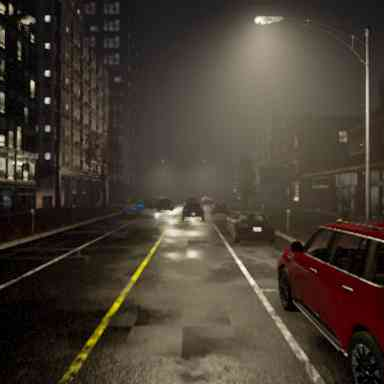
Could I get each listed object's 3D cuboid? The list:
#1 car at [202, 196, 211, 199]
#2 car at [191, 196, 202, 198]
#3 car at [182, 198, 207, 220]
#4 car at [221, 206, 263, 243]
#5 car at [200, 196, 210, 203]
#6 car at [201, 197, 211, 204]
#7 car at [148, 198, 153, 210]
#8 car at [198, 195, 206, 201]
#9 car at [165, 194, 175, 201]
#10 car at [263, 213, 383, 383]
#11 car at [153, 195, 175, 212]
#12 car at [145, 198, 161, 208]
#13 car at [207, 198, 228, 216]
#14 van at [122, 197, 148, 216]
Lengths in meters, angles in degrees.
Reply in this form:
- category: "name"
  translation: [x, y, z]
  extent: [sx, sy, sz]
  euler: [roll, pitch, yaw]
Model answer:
- category: "car"
  translation: [2.685, 1.458, 60.067]
  extent: [1.967, 1.590, 4.097]
  euler: [0, 0, 0]
- category: "car"
  translation: [0.093, 1.486, 45.908]
  extent: [1.882, 1.535, 5.008]
  euler: [0, 0, 0]
- category: "car"
  translation: [0.096, 1.526, 28.160]
  extent: [1.812, 1.442, 4.674]
  euler: [0, 0, 0]
- category: "car"
  translation: [2.690, 1.565, 15.771]
  extent: [1.947, 1.339, 4.313]
  euler: [0, 0, 0]
- category: "car"
  translation: [2.683, 1.571, 71.142]
  extent: [1.887, 1.381, 4.507]
  euler: [0, 0, 0]
- category: "car"
  translation: [2.684, 1.604, 65.604]
  extent: [1.802, 1.307, 4.206]
  euler: [0, 0, 0]
- category: "car"
  translation: [-5.694, 1.533, 43.287]
  extent: [1.752, 1.417, 4.829]
  euler: [0, 0, 0]
- category: "car"
  translation: [2.680, 1.610, 87.753]
  extent: [1.947, 1.339, 4.313]
  euler: [0, 0, 0]
- category: "car"
  translation: [-5.700, 1.359, 87.753]
  extent: [2.192, 1.841, 5.009]
  euler: [0, 0, 0]
- category: "car"
  translation: [2.693, 1.315, 4.697]
  extent: [2.192, 1.841, 5.009]
  euler: [0, 0, 0]
- category: "car"
  translation: [-3.077, 1.482, 38.827]
  extent: [1.882, 1.535, 5.008]
  euler: [0, 0, 0]
- category: "car"
  translation: [-5.695, 1.593, 48.994]
  extent: [1.802, 1.307, 4.206]
  euler: [0, 0, 0]
- category: "car"
  translation: [2.688, 1.584, 32.382]
  extent: [1.802, 1.307, 4.206]
  euler: [0, 0, 0]
- category: "van"
  translation: [-5.692, 1.344, 32.383]
  extent: [1.690, 1.788, 3.998]
  euler: [0, 0, 0]
